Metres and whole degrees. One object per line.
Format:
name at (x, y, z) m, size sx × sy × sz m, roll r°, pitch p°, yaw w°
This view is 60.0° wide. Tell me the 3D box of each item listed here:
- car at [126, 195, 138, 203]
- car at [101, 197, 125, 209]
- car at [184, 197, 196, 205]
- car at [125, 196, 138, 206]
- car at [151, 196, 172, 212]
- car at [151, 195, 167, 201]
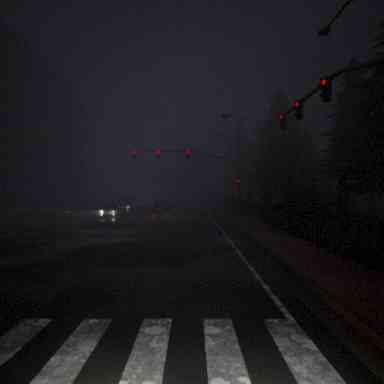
car at (-12.114, 1.452, 67.206) m, size 1.882 × 1.535 × 5.008 m, roll 0°, pitch 0°, yaw -16°
car at (-10.622, 1.584, 44.160) m, size 1.895 × 1.301 × 4.718 m, roll 0°, pitch 0°, yaw 0°
car at (-0.340, 1.541, 60.393) m, size 1.994 × 1.385 × 4.181 m, roll 0°, pitch 0°, yaw -5°
car at (-10.702, 1.527, 54.381) m, size 2.033 × 1.411 × 5.357 m, roll 0°, pitch 0°, yaw -1°
car at (-3.439, 1.511, 38.172) m, size 1.812 × 1.442 × 4.674 m, roll 0°, pitch 0°, yaw 0°
car at (-8.233, 1.468, 82.860) m, size 1.837 × 1.490 × 4.892 m, roll 0°, pitch 0°, yaw -37°
